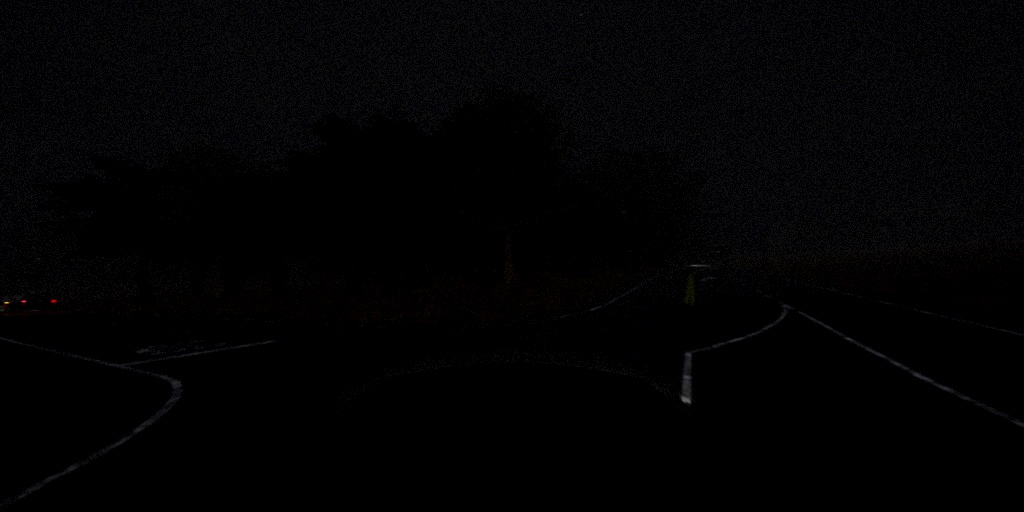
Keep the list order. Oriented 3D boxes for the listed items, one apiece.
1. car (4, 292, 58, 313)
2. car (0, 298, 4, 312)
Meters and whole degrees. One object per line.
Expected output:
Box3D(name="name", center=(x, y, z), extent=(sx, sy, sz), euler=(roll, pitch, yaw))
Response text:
Box3D(name="car", center=(-42.011, 3.999, 31.433), extent=(4.553, 1.767, 2.097), euler=(-4, -4, 28))
Box3D(name="car", center=(-47.077, 4.492, 34.014), extent=(4.674, 1.442, 1.812), euler=(-4, -4, 28))
